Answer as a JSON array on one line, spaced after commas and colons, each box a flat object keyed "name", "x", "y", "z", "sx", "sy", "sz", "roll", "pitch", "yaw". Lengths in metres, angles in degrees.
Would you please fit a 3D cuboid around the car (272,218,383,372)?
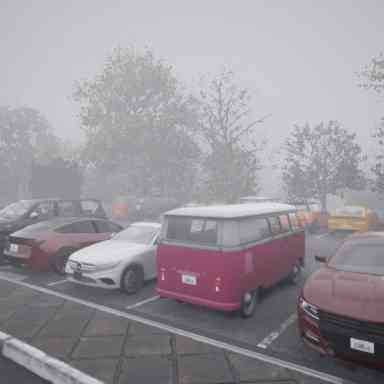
[{"name": "car", "x": 3.404, "y": 1.486, "z": 5.837, "sx": 2.097, "sy": 1.535, "sz": 5.008, "roll": 0, "pitch": 0, "yaw": 36}]

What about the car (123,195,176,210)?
[{"name": "car", "x": -2.303, "y": 1.265, "z": 26.063, "sx": 2.435, "sy": 2.045, "sz": 5.566, "roll": -1, "pitch": 0, "yaw": 36}]

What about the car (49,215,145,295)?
[{"name": "car", "x": -1.108, "y": 1.533, "z": 9.072, "sx": 2.002, "sy": 1.452, "sz": 4.674, "roll": 0, "pitch": 0, "yaw": 36}]

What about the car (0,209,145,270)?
[{"name": "car", "x": -3.347, "y": 1.527, "z": 10.713, "sx": 2.163, "sy": 1.488, "sz": 4.792, "roll": 0, "pitch": 0, "yaw": 36}]

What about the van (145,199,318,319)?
[{"name": "van", "x": 1.213, "y": 1.264, "z": 7.546, "sx": 1.878, "sy": 1.987, "sz": 4.442, "roll": 0, "pitch": 0, "yaw": 36}]

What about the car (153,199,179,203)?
[{"name": "car", "x": -0.177, "y": 1.503, "z": 24.275, "sx": 1.946, "sy": 1.575, "sz": 5.366, "roll": 0, "pitch": 0, "yaw": 36}]

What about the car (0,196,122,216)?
[{"name": "car", "x": -5.637, "y": 1.250, "z": 12.286, "sx": 2.435, "sy": 2.045, "sz": 5.566, "roll": 0, "pitch": 0, "yaw": 36}]

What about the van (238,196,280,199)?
[{"name": "van", "x": 4.497, "y": 1.271, "z": 21.290, "sx": 1.878, "sy": 1.987, "sz": 4.442, "roll": 0, "pitch": 0, "yaw": 36}]

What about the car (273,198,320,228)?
[{"name": "car", "x": 6.661, "y": 1.367, "z": 19.555, "sx": 2.185, "sy": 1.767, "sz": 4.553, "roll": 0, "pitch": 0, "yaw": 36}]

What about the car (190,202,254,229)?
[{"name": "car", "x": 2.175, "y": 1.502, "z": 22.806, "sx": 2.231, "sy": 1.521, "sz": 4.892, "roll": 0, "pitch": 0, "yaw": 36}]

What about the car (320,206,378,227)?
[{"name": "car", "x": 8.825, "y": 1.489, "z": 18.033, "sx": 2.097, "sy": 1.535, "sz": 5.008, "roll": 0, "pitch": 0, "yaw": 36}]
